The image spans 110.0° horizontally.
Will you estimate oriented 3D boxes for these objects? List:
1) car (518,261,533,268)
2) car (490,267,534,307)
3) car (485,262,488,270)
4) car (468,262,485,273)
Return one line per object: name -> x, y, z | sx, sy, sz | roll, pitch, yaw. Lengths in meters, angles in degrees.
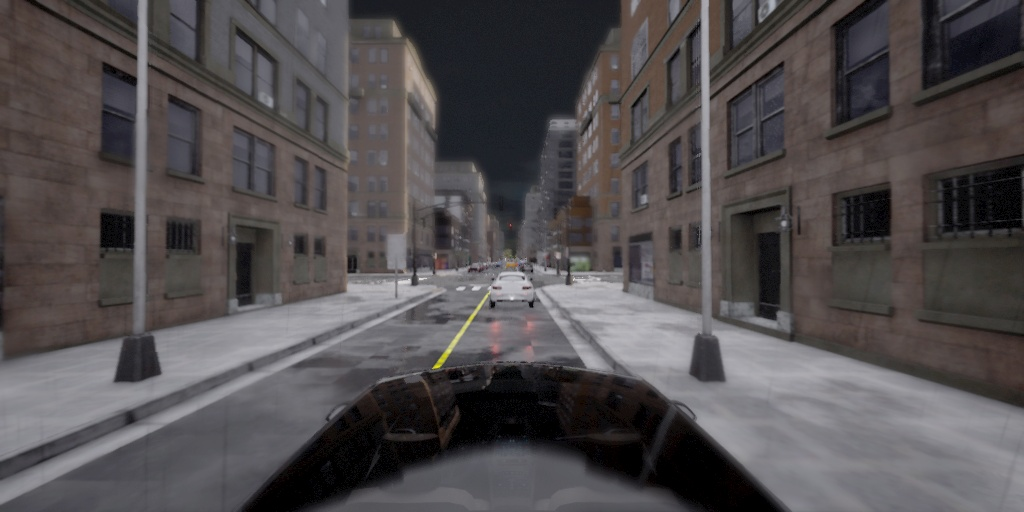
car -> 2.349, 1.865, 54.886 | 1.948, 1.339, 4.313 | 0, 0, 0
car -> 0.010, 1.414, 16.226 | 1.812, 1.442, 4.674 | 0, 0, 0
car -> -5.669, 1.802, 60.409 | 1.967, 1.591, 4.097 | 0, 0, 0
car -> -5.676, 1.740, 54.898 | 1.967, 1.591, 4.097 | 0, 0, 0
